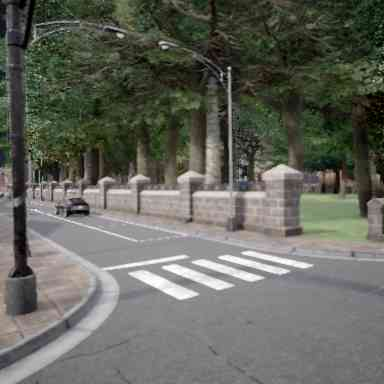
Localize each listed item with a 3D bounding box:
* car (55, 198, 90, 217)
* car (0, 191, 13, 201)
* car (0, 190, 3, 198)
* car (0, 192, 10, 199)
[{"bbox_3d":[-9.200,1.119,25.534,1.947,1.339,4.313,-1,1,-35],"label":"car"},{"bbox_3d":[-29.018,0.704,53.320,2.008,1.369,4.403,-1,1,-35],"label":"car"},{"bbox_3d":[-42.233,0.371,71.842,1.967,1.590,4.097,-1,1,-35],"label":"car"},{"bbox_3d":[-35.624,0.619,62.582,1.802,1.307,4.206,-1,1,-35],"label":"car"}]
